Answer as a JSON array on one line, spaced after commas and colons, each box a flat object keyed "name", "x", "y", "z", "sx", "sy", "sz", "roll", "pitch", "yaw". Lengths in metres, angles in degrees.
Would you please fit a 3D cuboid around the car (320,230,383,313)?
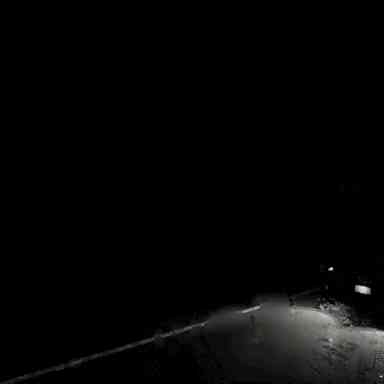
[{"name": "car", "x": 4.590, "y": 1.516, "z": 7.015, "sx": 4.181, "sy": 1.385, "sz": 1.994, "roll": 0, "pitch": 0, "yaw": -37}]
